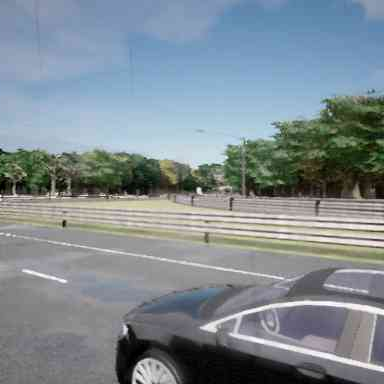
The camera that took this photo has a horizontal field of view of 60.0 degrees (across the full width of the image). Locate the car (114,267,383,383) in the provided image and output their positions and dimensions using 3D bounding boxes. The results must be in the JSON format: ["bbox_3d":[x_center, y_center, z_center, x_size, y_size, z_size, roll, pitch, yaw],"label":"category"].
[{"bbox_3d":[1.371,1.492,3.033,4.902,1.511,2.128,0,0,35],"label":"car"}]
